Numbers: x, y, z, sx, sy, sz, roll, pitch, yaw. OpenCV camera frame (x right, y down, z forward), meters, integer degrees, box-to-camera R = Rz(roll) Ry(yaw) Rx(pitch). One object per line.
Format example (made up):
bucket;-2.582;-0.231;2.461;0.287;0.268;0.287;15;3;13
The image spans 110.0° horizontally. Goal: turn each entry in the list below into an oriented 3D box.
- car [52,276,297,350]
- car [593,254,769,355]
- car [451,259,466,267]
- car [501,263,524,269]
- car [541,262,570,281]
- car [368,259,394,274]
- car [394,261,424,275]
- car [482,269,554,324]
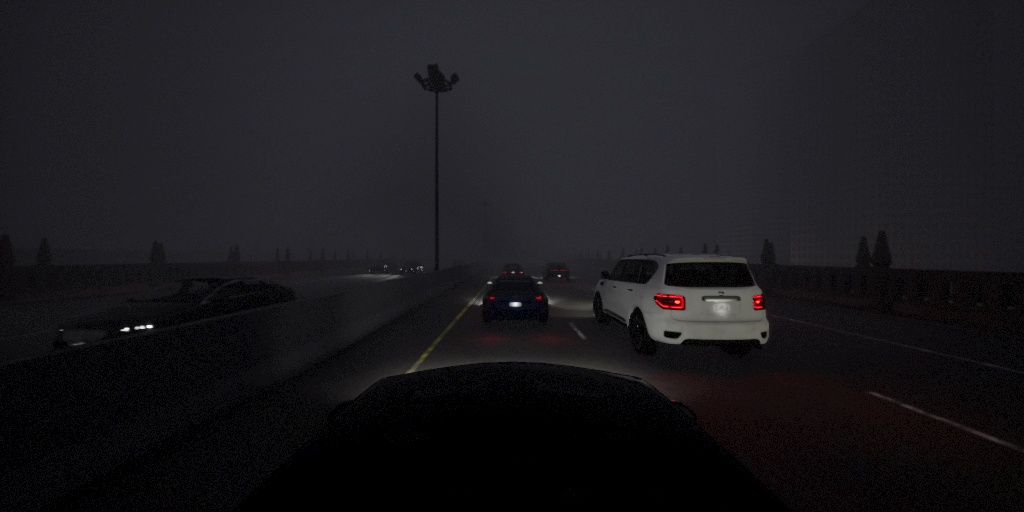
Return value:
car;-7.103;1.241;8.323;2.128;1.511;4.902;0;0;0
car;3.597;0.971;8.841;2.150;2.045;5.566;0;0;0
car;-7.605;1.253;51.385;1.837;1.490;4.892;0;0;-1
car;0.061;1.295;29.661;2.033;1.411;5.357;0;0;-1
car;3.557;1.253;29.552;1.837;1.490;4.892;0;0;0
car;-14.304;1.097;40.040;2.097;1.767;4.553;0;0;-1
car;-10.776;1.252;38.718;1.837;1.490;4.892;0;0;-1
car;0.096;1.313;11.959;1.994;1.385;4.181;0;0;0
